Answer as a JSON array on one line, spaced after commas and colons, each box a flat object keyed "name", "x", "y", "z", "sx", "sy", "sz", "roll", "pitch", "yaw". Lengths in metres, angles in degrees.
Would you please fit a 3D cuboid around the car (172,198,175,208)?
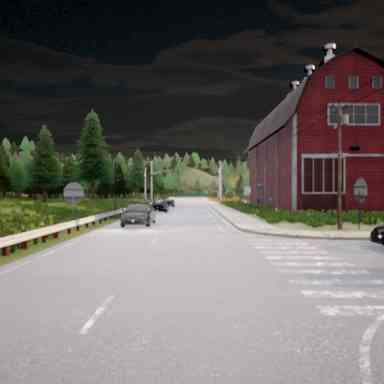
[{"name": "car", "x": -3.543, "y": 1.580, "z": 48.964, "sx": 1.895, "sy": 1.301, "sz": 4.718, "roll": 0, "pitch": 0, "yaw": 0}]

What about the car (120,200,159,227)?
[{"name": "car", "x": -3.576, "y": 1.494, "z": 22.577, "sx": 1.837, "sy": 1.490, "sz": 4.892, "roll": 0, "pitch": 0, "yaw": 0}]

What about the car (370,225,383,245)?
[{"name": "car", "x": 9.319, "y": 1.559, "z": 12.921, "sx": 4.181, "sy": 1.385, "sz": 1.994, "roll": 0, "pitch": 0, "yaw": 2}]

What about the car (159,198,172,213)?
[{"name": "car", "x": -3.568, "y": 1.585, "z": 36.195, "sx": 1.895, "sy": 1.301, "sz": 4.718, "roll": 0, "pitch": 0, "yaw": 0}]
